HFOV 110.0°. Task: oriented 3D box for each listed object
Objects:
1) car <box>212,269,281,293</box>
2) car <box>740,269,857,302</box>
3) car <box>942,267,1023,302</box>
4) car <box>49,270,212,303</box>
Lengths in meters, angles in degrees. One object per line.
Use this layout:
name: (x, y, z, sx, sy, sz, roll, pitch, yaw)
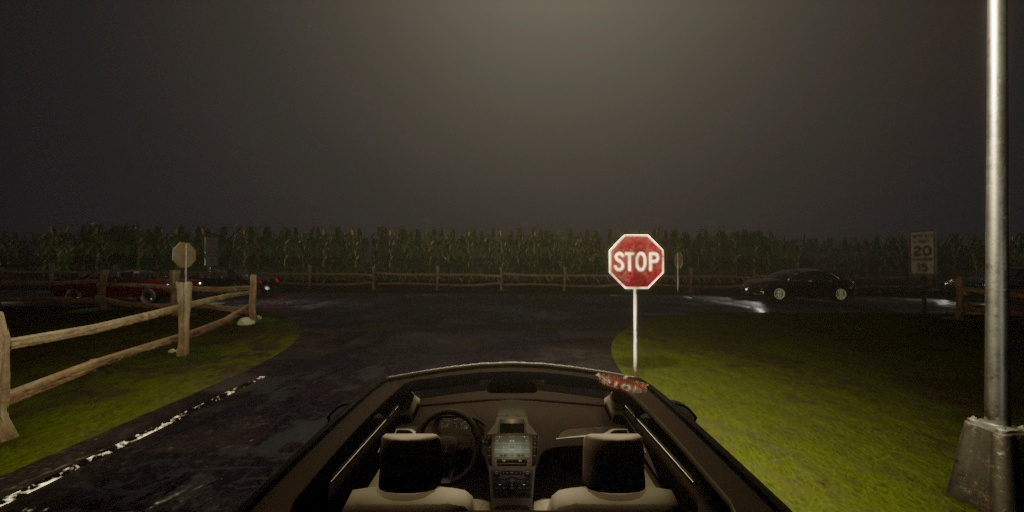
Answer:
car: (-14.376, 1.285, 17.803, 4.718, 1.301, 1.895, 0, -1, 0)
car: (13.880, 1.400, 17.533, 4.892, 1.490, 1.837, 0, -1, 0)
car: (24.137, 1.331, 17.494, 4.553, 1.767, 2.097, 0, -1, 0)
car: (-15.591, 1.226, 14.746, 4.718, 1.301, 1.895, 0, -1, 0)
